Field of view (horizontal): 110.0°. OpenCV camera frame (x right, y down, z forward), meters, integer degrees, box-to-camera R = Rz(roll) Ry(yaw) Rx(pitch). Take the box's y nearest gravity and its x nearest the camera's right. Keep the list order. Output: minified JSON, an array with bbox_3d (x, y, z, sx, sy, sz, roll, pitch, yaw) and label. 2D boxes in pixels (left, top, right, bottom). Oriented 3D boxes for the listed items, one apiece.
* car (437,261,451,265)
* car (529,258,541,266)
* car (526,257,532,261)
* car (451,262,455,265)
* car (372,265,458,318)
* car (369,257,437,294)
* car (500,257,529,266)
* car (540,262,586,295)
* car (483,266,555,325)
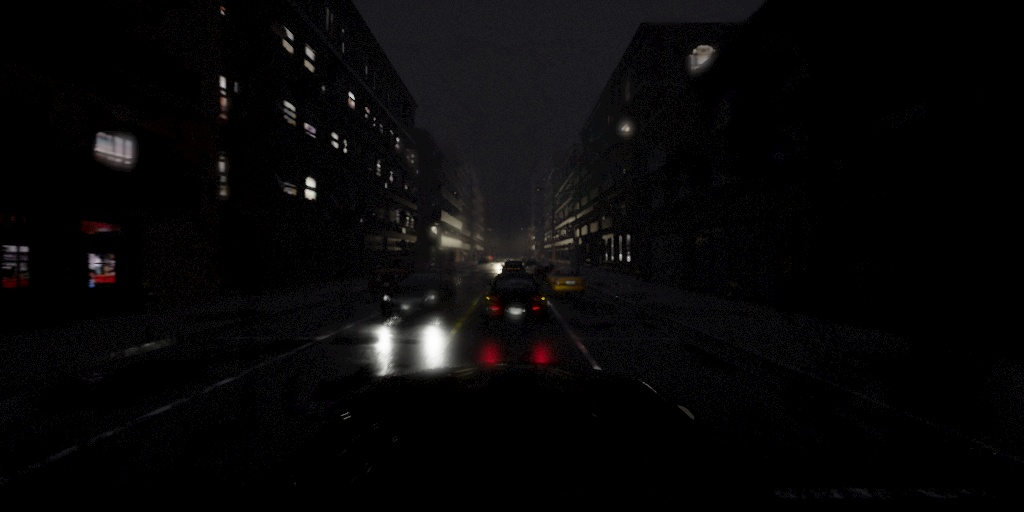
[{"bbox_3d":[-5.673,1.051,24.375,1.967,1.591,4.097,0,0,0],"label":"car"},{"bbox_3d":[2.712,1.130,30.001,1.888,1.381,4.507,0,0,0],"label":"car"},{"bbox_3d":[2.733,1.000,52.545,2.007,1.370,4.403,0,0,0],"label":"car"},{"bbox_3d":[-5.668,1.123,30.013,1.888,1.381,4.507,0,0,0],"label":"car"},{"bbox_3d":[-3.086,1.208,12.763,1.812,1.442,4.674,0,0,0],"label":"car"},{"bbox_3d":[-5.678,0.960,18.740,2.192,1.841,5.009,0,0,0],"label":"car"},{"bbox_3d":[0.123,1.094,28.960,1.837,1.490,4.892,0,0,0],"label":"car"},{"bbox_3d":[2.702,1.177,18.898,1.751,1.417,4.829,0,0,0],"label":"car"},{"bbox_3d":[0.108,1.219,11.375,1.812,1.442,4.674,0,0,0],"label":"car"}]
